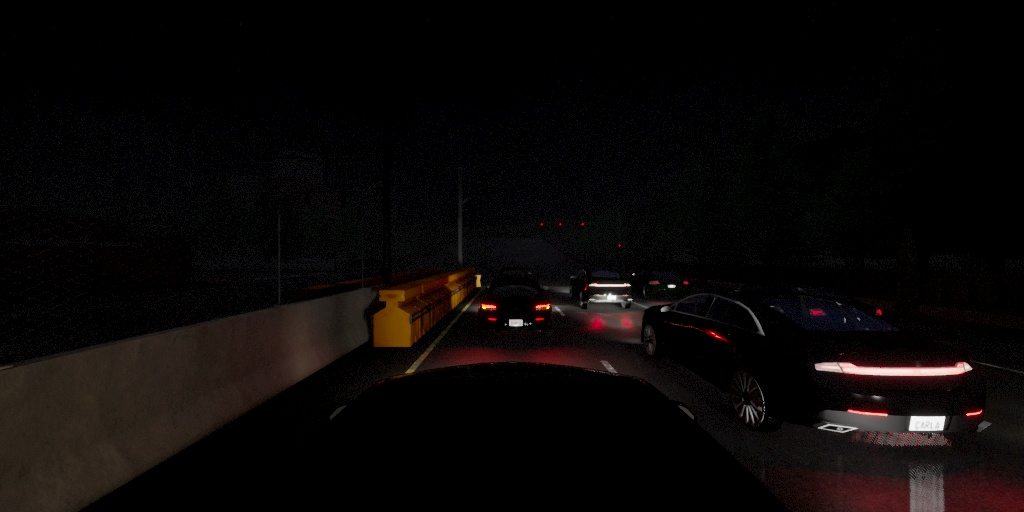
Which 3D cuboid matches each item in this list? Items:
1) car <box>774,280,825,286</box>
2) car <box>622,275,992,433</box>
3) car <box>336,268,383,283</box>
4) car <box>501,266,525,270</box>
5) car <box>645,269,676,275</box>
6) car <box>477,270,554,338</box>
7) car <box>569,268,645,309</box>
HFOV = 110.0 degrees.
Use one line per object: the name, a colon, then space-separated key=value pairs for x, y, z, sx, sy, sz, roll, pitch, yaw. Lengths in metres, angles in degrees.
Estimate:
car: x=7.086 y=1.314 z=9.490 sx=1.994 sy=1.385 sz=4.181 roll=0 pitch=0 yaw=0
car: x=3.596 y=1.242 z=5.543 sx=2.128 sy=1.511 sz=4.902 roll=0 pitch=0 yaw=0
car: x=-7.082 y=1.315 z=17.796 sx=1.994 sy=1.385 sz=4.181 roll=0 pitch=0 yaw=0
car: x=0.061 y=1.276 z=19.102 sx=1.812 sy=1.442 sz=4.674 roll=0 pitch=0 yaw=0
car: x=7.065 y=1.314 z=17.879 sx=1.994 sy=1.385 sz=4.181 roll=0 pitch=0 yaw=0
car: x=0.078 y=1.276 z=10.037 sx=1.812 sy=1.442 sz=4.674 roll=0 pitch=0 yaw=0
car: x=3.560 y=1.242 z=14.972 sx=2.128 sy=1.511 sz=4.902 roll=0 pitch=0 yaw=2
